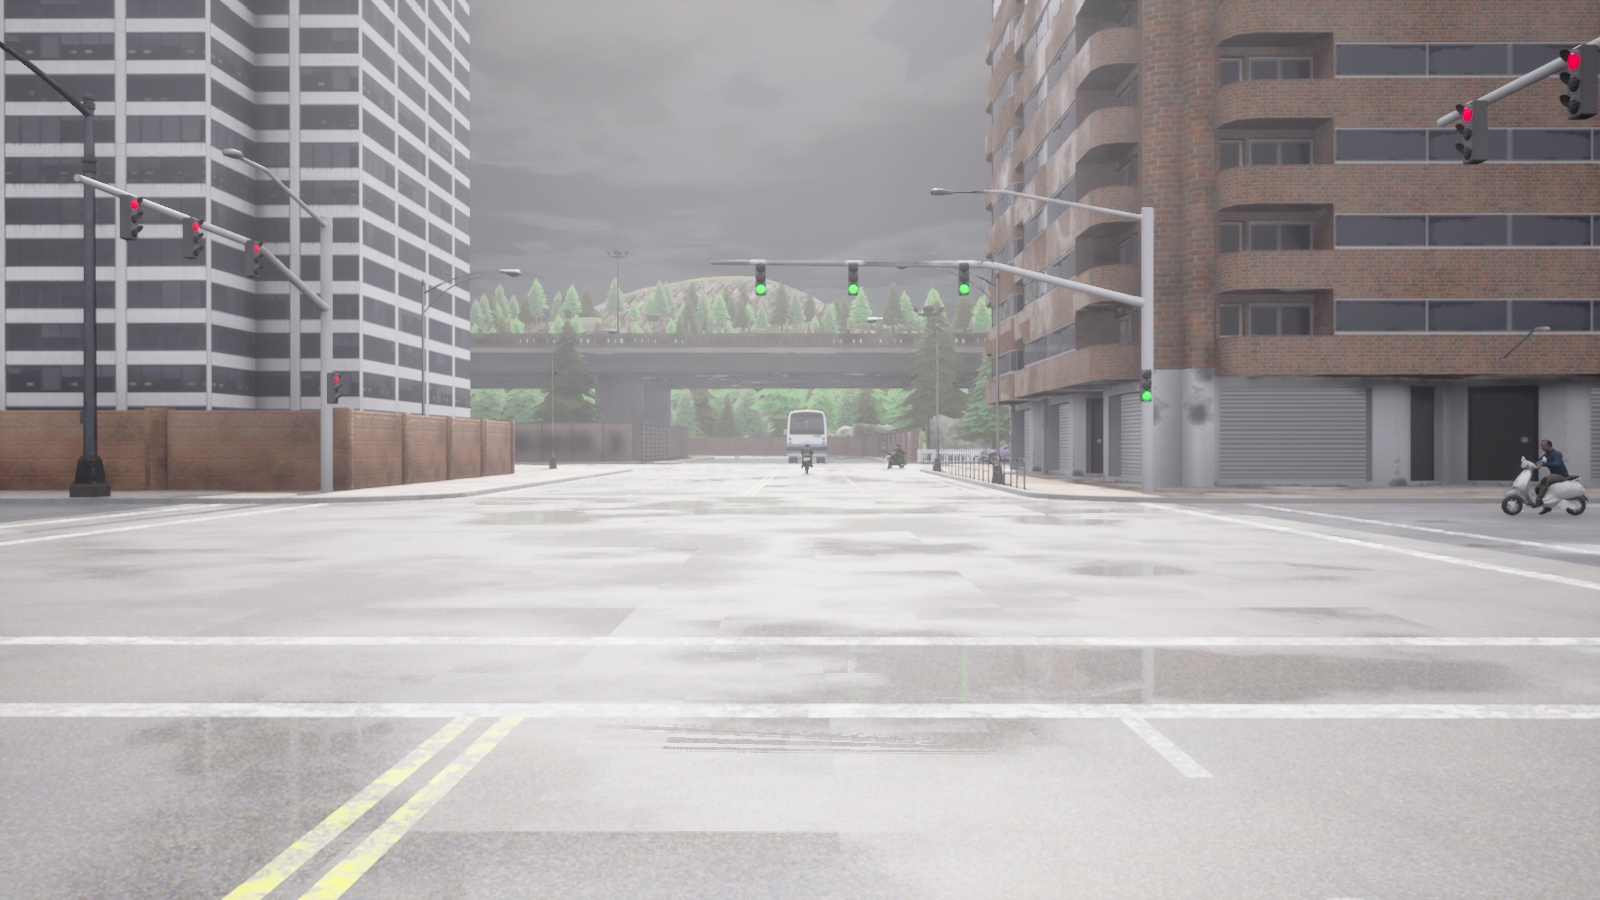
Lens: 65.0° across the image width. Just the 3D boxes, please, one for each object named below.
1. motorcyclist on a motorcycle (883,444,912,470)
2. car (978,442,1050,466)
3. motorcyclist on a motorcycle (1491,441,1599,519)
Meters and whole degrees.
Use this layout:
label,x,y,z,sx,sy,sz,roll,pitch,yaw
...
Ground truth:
label,x,y,z,sx,sy,sz,roll,pitch,yaw
motorcyclist on a motorcycle,5.997,0.421,77.200,0.797,1.523,2.044,3,2,37
car,15.287,0.280,89.865,4.856,1.649,2.033,0,0,1
motorcyclist on a motorcycle,15.578,0.610,26.215,1.817,1.590,0.866,0,0,1
